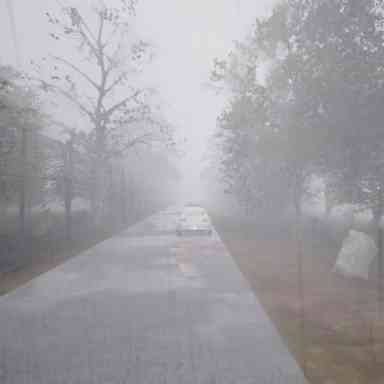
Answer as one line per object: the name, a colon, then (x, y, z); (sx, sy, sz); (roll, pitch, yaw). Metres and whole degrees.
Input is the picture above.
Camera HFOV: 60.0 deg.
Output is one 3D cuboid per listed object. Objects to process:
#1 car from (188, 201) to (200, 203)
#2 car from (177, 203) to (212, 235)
car: (0.214, 1.690, 36.507); (1.994, 1.385, 4.181); (0, 0, 0)
car: (0.137, 1.585, 18.988); (1.812, 1.442, 4.674); (0, 0, 0)
